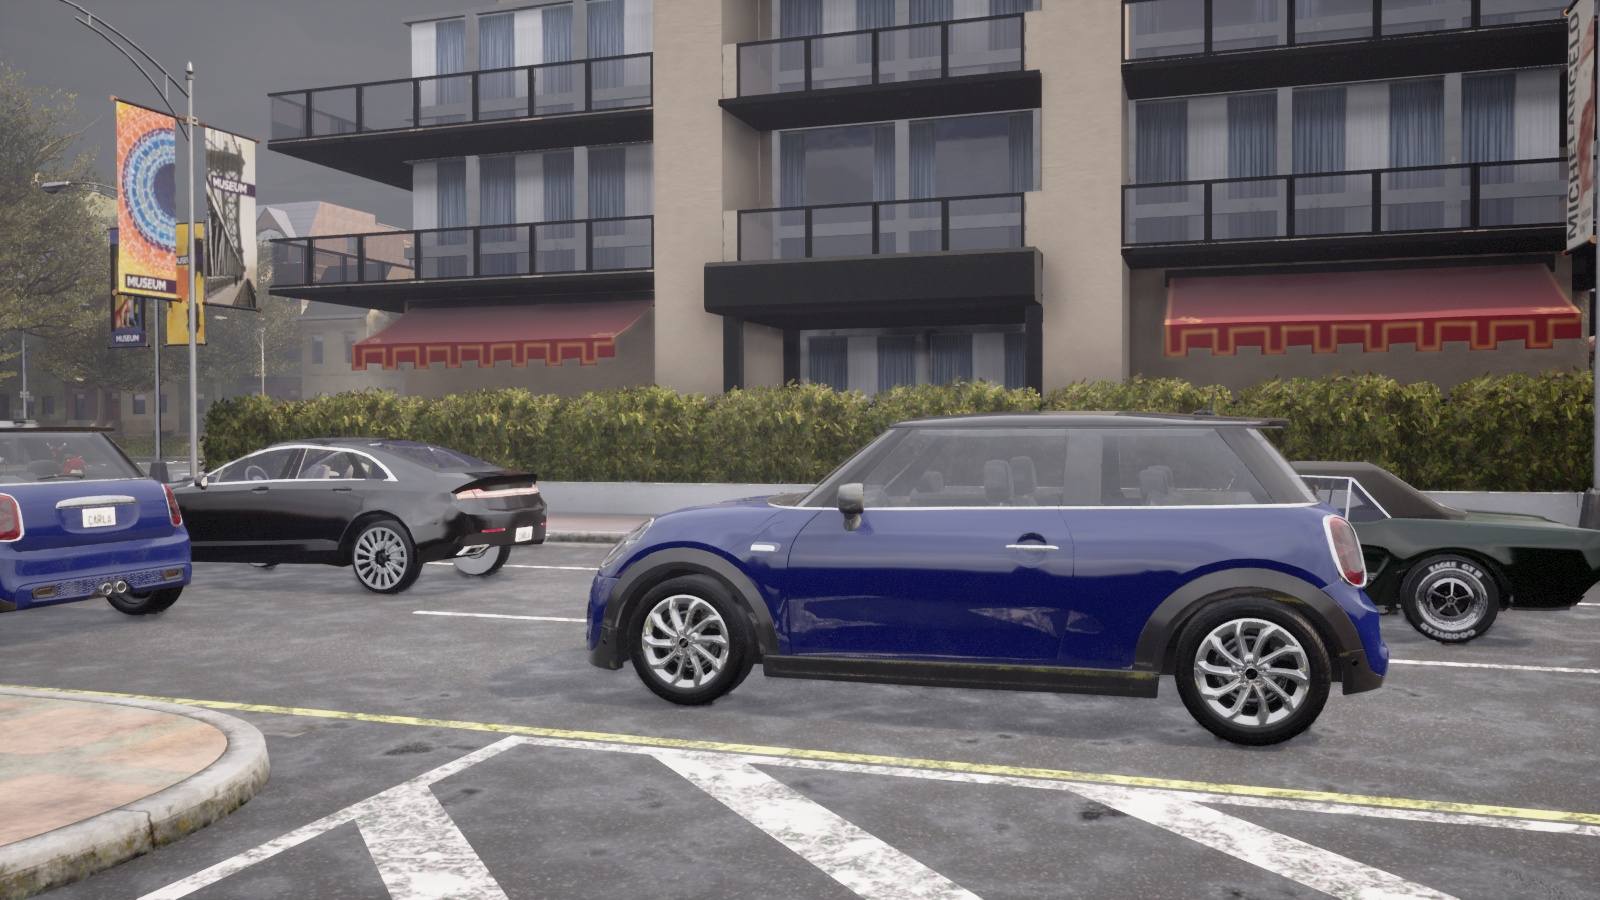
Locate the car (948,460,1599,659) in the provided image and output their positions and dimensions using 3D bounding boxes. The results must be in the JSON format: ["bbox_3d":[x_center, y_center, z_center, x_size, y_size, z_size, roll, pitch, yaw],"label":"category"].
[{"bbox_3d":[3.746,0.775,10.374,4.718,1.301,1.895,1,1,19],"label":"car"}]

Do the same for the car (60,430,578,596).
[{"bbox_3d":[-5.065,0.550,13.338,4.902,1.511,2.128,1,1,19],"label":"car"}]

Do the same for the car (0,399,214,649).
[{"bbox_3d":[-7.503,0.489,10.465,4.553,1.767,2.097,1,1,19],"label":"car"}]

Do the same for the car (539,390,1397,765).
[{"bbox_3d":[0.966,0.567,7.615,4.553,1.767,2.097,1,1,18],"label":"car"}]
